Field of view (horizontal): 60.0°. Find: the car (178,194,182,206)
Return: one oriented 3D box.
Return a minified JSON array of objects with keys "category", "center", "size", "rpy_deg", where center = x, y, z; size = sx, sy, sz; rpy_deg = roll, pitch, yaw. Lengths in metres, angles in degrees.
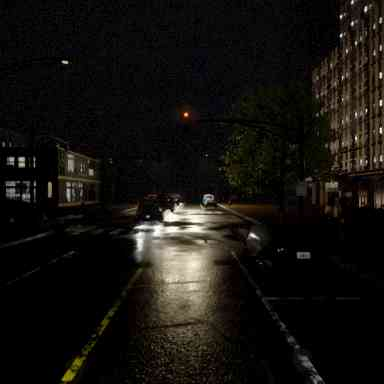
[{"category":"car","center":[-3.088,1.224,54.878],"size":[2.150,2.045,5.566],"rpy_deg":[0,0,-1]}]

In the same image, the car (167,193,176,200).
[{"category":"car","center":[-5.667,1.320,92.550],"size":[2.192,1.841,5.009],"rpy_deg":[0,0,0]}]

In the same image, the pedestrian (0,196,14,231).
[{"category":"pedestrian","center":[-9.923,1.122,17.811],"size":[0.375,1.860,0.375],"rpy_deg":[0,0,0]}]

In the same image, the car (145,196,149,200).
[{"category":"car","center":[-5.678,1.583,42.590],"size":[1.802,1.307,4.206],"rpy_deg":[0,0,0]}]

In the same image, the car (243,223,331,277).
[{"category":"car","center":[2.696,1.566,10.113],"size":[1.947,1.339,4.313],"rpy_deg":[0,0,0]}]

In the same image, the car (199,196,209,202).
[{"category":"car","center":[2.710,1.569,75.897],"size":[1.947,1.339,4.313],"rpy_deg":[0,0,0]}]

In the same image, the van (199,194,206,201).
[{"category":"van","center":[2.714,1.345,86.999],"size":[1.690,1.788,3.998],"rpy_deg":[0,0,0]}]

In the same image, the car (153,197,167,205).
[{"category":"car","center":[-5.674,1.552,59.244],"size":[2.008,1.369,4.403],"rpy_deg":[0,0,0]}]

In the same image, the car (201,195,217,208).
[{"category":"car","center":[2.704,1.526,48.312],"size":[1.752,1.417,4.829],"rpy_deg":[0,0,0]}]

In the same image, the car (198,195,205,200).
[{"category":"car","center":[2.714,1.530,92.720],"size":[1.752,1.417,4.829],"rpy_deg":[0,0,0]}]

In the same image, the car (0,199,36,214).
[{"category":"car","center":[-17.262,1.370,31.596],"size":[4.507,1.381,1.887],"rpy_deg":[1,-1,-1]}]

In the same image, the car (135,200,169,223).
[{"category":"car","center":[-3.093,1.565,25.306],"size":[1.994,1.385,4.181],"rpy_deg":[0,0,0]}]

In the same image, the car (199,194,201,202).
[{"category":"car","center":[2.707,1.553,64.795],"size":[2.008,1.369,4.403],"rpy_deg":[0,0,0]}]

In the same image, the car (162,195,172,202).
[{"category":"car","center":[-5.671,1.528,75.727],"size":[1.752,1.417,4.829],"rpy_deg":[0,0,0]}]

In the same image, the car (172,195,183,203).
[{"category":"car","center":[-2.985,1.499,69.374],"size":[2.128,1.511,4.902],"rpy_deg":[0,0,0]}]

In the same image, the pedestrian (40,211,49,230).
[{"category":"pedestrian","center":[-8.095,1.518,18.384],"size":[0.500,1.100,0.500],"rpy_deg":[0,0,0]}]

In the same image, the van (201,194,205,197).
[{"category":"van","center":[2.706,1.342,53.693],"size":[1.690,1.788,3.998],"rpy_deg":[0,0,0]}]

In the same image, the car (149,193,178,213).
[{"category":"car","center":[-3.091,1.222,37.352],"size":[2.150,2.045,5.566],"rpy_deg":[0,0,0]}]
